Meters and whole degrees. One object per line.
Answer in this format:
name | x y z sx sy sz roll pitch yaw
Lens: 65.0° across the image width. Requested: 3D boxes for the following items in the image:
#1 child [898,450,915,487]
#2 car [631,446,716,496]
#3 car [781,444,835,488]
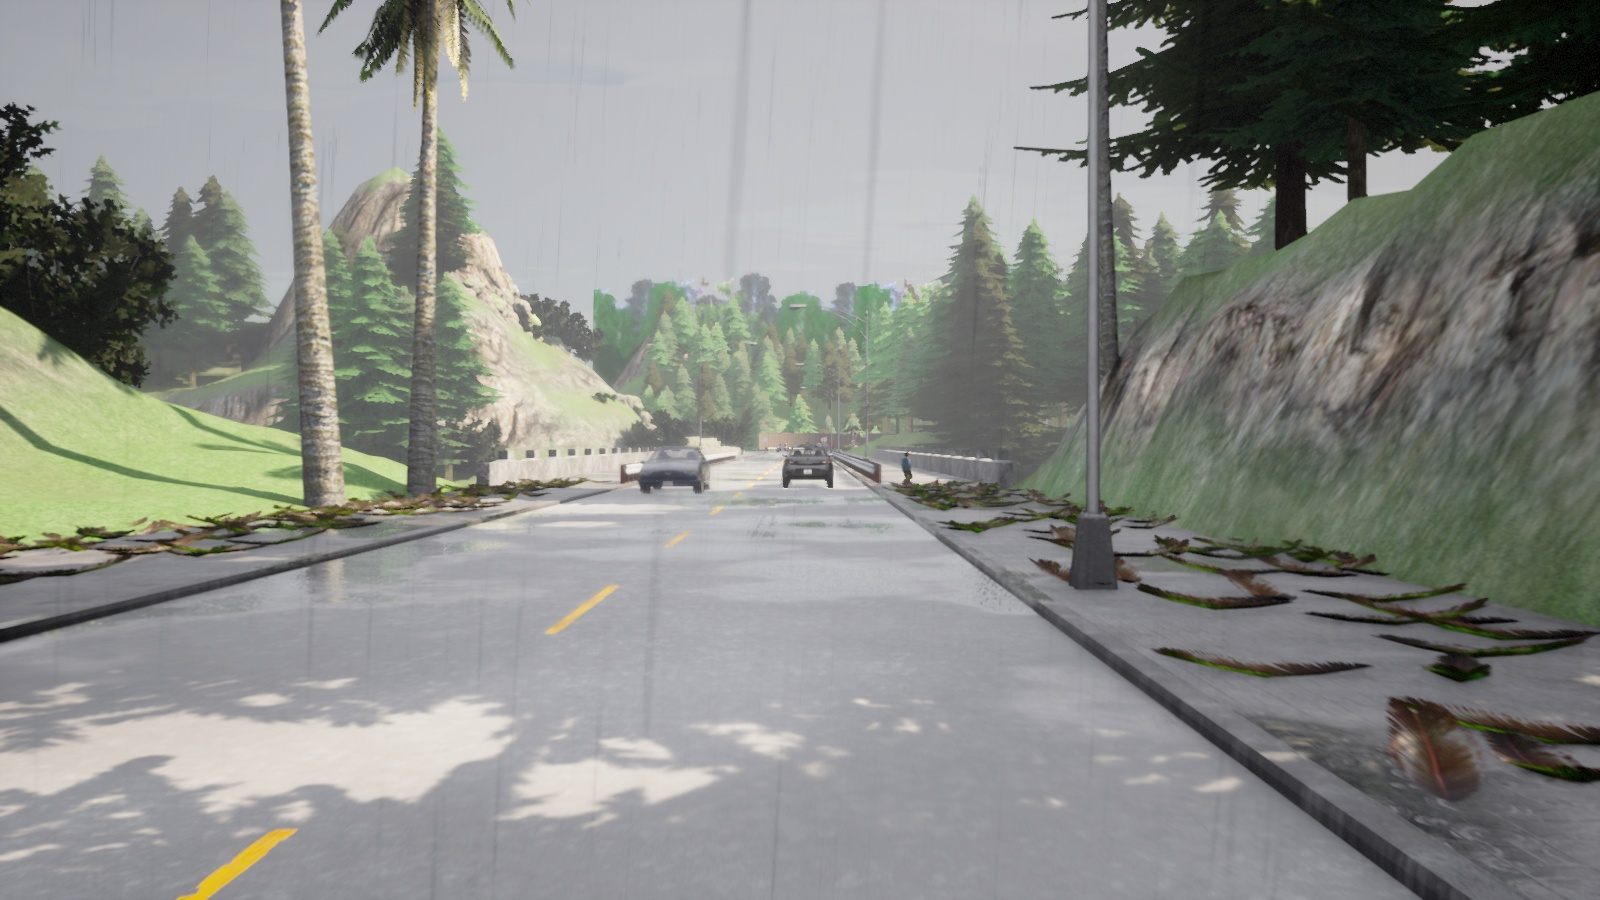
child | 3.448 0.607 40.699 0.343 1.192 0.448 0 0 36
car | -3.759 0.575 38.209 2.033 1.411 5.357 0 0 0
car | 0.276 0.512 44.011 1.816 1.474 4.193 0 0 0
